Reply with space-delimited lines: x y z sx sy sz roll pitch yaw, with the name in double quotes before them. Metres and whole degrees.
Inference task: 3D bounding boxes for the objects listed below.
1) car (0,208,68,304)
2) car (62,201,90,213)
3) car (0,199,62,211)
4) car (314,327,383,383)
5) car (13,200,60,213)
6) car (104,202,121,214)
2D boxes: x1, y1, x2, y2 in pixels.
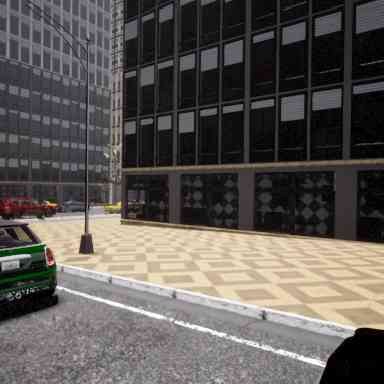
"car" -5.011 1.348 7.268 4.553 1.767 2.097 0 0 36
"car" -14.539 1.749 40.409 1.994 1.385 4.181 1 0 37
"car" -14.939 1.519 30.158 2.192 1.841 5.009 1 0 37
"car" 2.986 1.601 1.549 4.718 1.301 1.895 0 0 36
"car" -18.419 1.643 39.540 1.752 1.417 4.829 1 0 37
"car" -8.124 1.830 39.357 1.752 1.417 4.829 1 0 37
